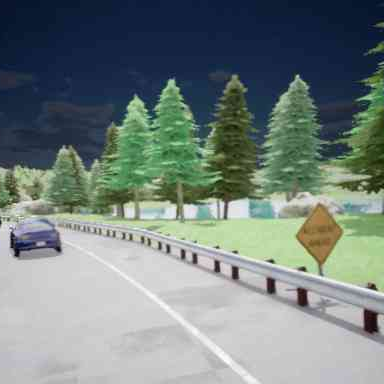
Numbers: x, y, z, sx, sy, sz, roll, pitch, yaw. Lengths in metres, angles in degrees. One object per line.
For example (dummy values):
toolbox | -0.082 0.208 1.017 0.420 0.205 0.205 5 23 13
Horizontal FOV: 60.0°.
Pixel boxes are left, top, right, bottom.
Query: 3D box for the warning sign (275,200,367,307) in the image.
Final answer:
warning sign | 2.569 1.122 6.707 1.300 1.860 1.060 -2 -1 -24

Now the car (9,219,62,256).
car | -7.255 1.964 15.289 1.812 1.442 4.674 -1 -1 -32

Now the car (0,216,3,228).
car | -18.655 2.480 30.010 1.882 1.535 5.008 -1 -1 -43
